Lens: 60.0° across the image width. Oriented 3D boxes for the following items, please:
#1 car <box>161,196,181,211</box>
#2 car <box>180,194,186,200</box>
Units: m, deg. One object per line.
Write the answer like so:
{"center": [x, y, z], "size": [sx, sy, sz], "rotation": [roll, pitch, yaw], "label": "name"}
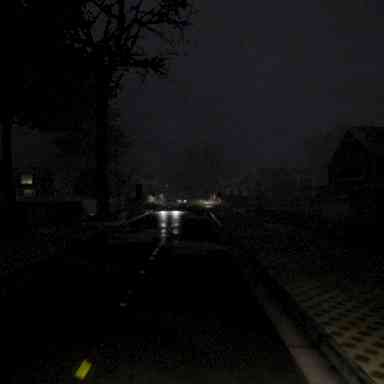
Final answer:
{"center": [-2.677, 1.571, 41.650], "size": [1.812, 1.442, 4.674], "rotation": [0, 0, 0], "label": "car"}
{"center": [-2.587, 1.387, 90.434], "size": [2.097, 1.767, 4.553], "rotation": [0, 0, 0], "label": "car"}
